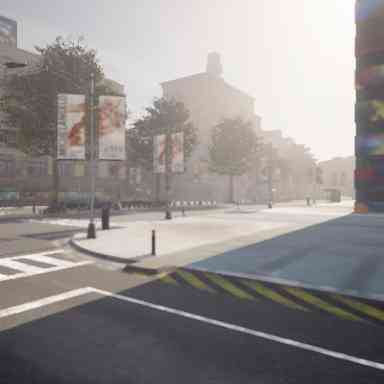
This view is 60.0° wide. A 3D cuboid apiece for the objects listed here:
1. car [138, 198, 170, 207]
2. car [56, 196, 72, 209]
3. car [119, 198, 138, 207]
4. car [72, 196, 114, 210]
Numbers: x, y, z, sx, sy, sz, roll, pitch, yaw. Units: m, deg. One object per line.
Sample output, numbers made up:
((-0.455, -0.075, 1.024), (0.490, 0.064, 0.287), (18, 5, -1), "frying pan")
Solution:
((-5.396, 1.594, 49.986), (1.895, 1.301, 4.718), (0, 0, 36), "car")
((-15.467, 1.341, 41.865), (2.097, 1.767, 4.553), (0, 0, 36), "car")
((-8.913, 1.592, 51.088), (1.895, 1.301, 4.718), (0, 0, 36), "car")
((-11.827, 1.343, 40.955), (2.097, 1.767, 4.553), (0, 0, 36), "car")
